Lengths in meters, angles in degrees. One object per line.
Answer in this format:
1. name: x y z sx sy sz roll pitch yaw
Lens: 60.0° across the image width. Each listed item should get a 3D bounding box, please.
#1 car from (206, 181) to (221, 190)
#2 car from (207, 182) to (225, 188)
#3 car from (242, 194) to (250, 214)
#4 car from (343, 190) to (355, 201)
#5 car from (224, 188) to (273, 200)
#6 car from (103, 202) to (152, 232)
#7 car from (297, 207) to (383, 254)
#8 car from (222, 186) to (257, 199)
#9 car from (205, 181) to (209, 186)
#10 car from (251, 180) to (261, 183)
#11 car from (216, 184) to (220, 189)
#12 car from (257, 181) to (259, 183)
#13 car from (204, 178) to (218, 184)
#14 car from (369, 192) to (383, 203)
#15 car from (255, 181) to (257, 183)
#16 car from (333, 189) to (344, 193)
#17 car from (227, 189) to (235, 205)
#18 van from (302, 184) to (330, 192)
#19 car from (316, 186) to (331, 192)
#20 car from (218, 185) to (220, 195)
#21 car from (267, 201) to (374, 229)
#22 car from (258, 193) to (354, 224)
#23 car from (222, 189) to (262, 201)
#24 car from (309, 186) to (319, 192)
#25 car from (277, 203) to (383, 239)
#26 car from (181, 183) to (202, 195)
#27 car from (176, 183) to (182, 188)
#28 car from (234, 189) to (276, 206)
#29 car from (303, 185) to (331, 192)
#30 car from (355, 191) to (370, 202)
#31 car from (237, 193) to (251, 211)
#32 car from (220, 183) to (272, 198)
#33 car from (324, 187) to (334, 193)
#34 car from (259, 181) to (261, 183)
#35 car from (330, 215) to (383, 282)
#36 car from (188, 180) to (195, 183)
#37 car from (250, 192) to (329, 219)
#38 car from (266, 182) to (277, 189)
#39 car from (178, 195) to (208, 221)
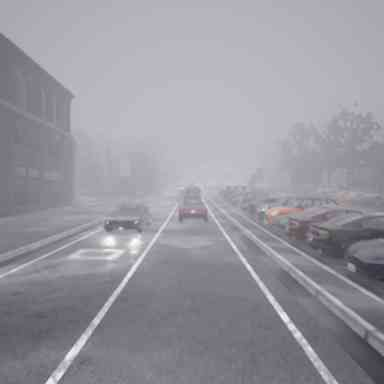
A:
1. car: 6.596 -1.231 82.665 4.792 1.488 2.163 0 4 0
2. car: 6.698 -1.976 93.744 4.892 1.521 2.231 0 4 0
3. car: 6.551 1.161 25.025 4.792 1.488 2.163 0 2 0
4. car: 19.649 0.766 36.268 4.792 1.488 2.163 0 3 0
5. car: 6.610 0.624 38.951 4.892 1.521 2.231 0 3 0
6. car: -3.366 1.292 18.381 2.033 1.411 5.357 0 1 0
7. car: 6.422 1.421 11.094 5.008 1.535 2.097 0 1 0
8. car: 6.705 0.071 47.296 4.553 1.767 2.185 0 3 0
9. car: 6.648 -1.439 85.433 5.008 1.535 2.097 0 4 0
10. car: 19.569 -1.800 90.878 5.366 1.575 1.946 0 4 0
11. car: 6.682 -0.092 52.866 4.792 1.488 2.163 0 3 0
12. car: 19.692 -1.410 85.350 4.792 1.488 2.163 0 4 0
13. car: 6.687 -1.869 88.187 5.566 2.045 2.435 0 4 0
14. car: 19.635 0.948 30.689 5.008 1.535 2.097 0 2 0
15. car: 19.736 -1.579 88.115 4.674 1.452 2.002 0 4 0
16. car: 19.882 0.616 38.918 5.366 1.575 1.946 0 3 0
17. car: 6.569 0.775 36.176 4.792 1.488 2.163 0 2 0
18. van: 19.665 -0.350 52.846 4.442 1.987 1.878 -1 3 0
19. car: 19.763 0.373 44.502 4.792 1.488 2.163 0 3 0
20. car: 6.722 0.068 50.086 4.792 1.488 2.163 0 3 0
21. car: 6.468 1.371 16.672 4.674 1.452 2.002 0 1 0
22. car: 6.515 1.147 19.455 4.553 1.767 2.185 0 1 0
23. car: 6.649 0.348 44.528 5.008 1.535 2.097 0 3 0
24. car: 19.757 0.225 47.410 4.674 1.452 2.002 0 3 0
25. car: 6.440 1.380 13.883 5.008 1.535 2.097 0 1 0
26. car: 0.020 0.318 41.098 2.150 2.045 5.566 0 2 0
27. car: -3.438 -1.904 92.710 1.994 1.385 4.181 0 3 0
28. car: 6.528 0.830 30.593 4.553 1.767 2.185 0 2 0
29. car: 19.776 0.066 50.191 4.674 1.452 2.002 0 3 0
30. car: 19.654 0.846 33.477 5.008 1.535 2.097 0 2 0
31. car: 6.512 1.077 27.812 4.792 1.488 2.163 0 2 0
32. car: 6.664 0.239 41.725 5.566 2.045 2.435 0 3 0
33. car: 19.901 0.483 41.710 5.366 1.575 1.946 0 3 0
34. car: 19.737 -1.394 82.700 4.553 1.767 2.185 0 4 0
35. car: 6.379 1.484 8.307 4.792 1.488 2.163 0 1 0
36. car: -0.186 -1.863 89.965 2.128 1.511 4.902 0 3 0
37. car: 6.534 1.082 22.235 4.553 1.767 2.185 0 1 0
38. car: 19.684 -1.091 79.942 5.008 1.535 2.097 0 4 0
39. car: 0.069 1.187 23.639 1.994 1.385 4.181 0 1 0
